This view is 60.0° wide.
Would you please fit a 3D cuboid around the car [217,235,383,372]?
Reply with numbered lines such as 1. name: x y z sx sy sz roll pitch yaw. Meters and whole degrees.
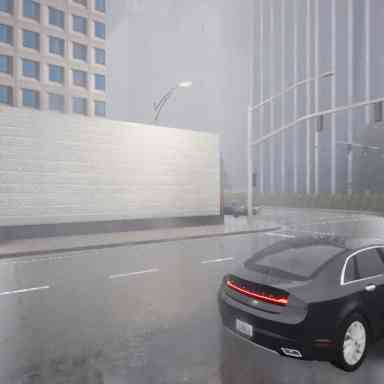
1. car: 2.658 1.505 5.696 4.892 1.490 1.837 0 0 -35

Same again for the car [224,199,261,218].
1. car: 3.599 1.603 31.575 2.033 1.411 5.357 0 0 -36

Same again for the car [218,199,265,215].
1. car: 5.160 1.547 35.407 2.128 1.511 4.902 0 0 -36
